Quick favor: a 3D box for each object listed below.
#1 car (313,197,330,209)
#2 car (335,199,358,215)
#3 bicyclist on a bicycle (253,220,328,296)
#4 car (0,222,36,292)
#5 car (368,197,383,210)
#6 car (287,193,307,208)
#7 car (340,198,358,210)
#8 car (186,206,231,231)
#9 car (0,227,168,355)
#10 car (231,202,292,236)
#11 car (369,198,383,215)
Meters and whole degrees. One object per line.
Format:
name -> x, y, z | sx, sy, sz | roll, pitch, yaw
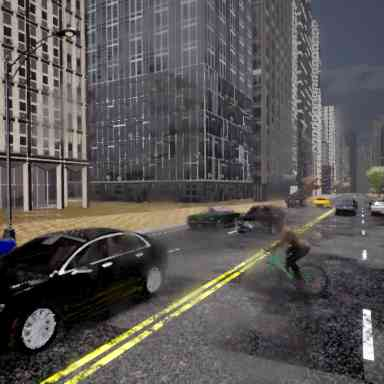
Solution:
car -> 17.743, 1.455, 45.502 | 1.882, 1.535, 5.008 | 0, 0, 27
car -> 15.606, 1.531, 33.712 | 2.033, 1.411, 5.357 | 0, 0, 27
bicyclist on a bicycle -> 2.128, 1.450, 7.401 | 1.656, 1.620, 0.582 | -2, -1, 27
car -> -5.764, 1.522, 6.623 | 1.812, 1.442, 4.674 | 0, 0, 27
car -> 23.762, 1.470, 42.658 | 2.128, 1.511, 4.902 | 0, 0, 28
car -> 14.933, 1.197, 47.147 | 2.150, 2.045, 5.566 | 0, 0, 27
car -> 20.565, 1.542, 43.468 | 1.994, 1.385, 4.181 | 0, 0, 28
car -> 1.461, 1.590, 20.749 | 1.895, 1.301, 4.718 | 0, 0, 27
car -> -2.252, 1.502, 6.348 | 1.837, 1.490, 4.892 | 0, 0, 27
car -> 4.021, 1.496, 18.621 | 1.837, 1.490, 4.892 | 0, 0, 27
car -> 18.802, 1.584, 32.958 | 1.895, 1.301, 4.718 | 0, 0, 28
